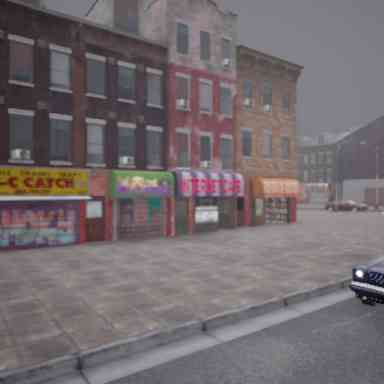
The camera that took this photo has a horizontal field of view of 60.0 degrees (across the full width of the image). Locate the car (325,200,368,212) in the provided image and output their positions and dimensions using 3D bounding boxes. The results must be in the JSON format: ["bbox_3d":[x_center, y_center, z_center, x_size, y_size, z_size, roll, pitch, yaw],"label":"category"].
[{"bbox_3d":[16.982,1.524,36.712,1.887,1.381,4.507,-1,0,-36],"label":"car"}]

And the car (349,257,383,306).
[{"bbox_3d":[5.271,1.587,6.827,4.718,1.301,1.895,0,0,-35],"label":"car"}]
